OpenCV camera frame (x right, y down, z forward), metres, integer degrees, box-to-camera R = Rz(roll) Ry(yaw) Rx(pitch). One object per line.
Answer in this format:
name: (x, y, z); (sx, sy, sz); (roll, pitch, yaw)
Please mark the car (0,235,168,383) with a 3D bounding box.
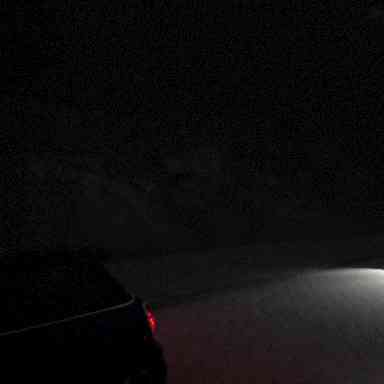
car: (-2.539, 1.350, 2.790); (4.553, 1.767, 2.097); (0, 0, -35)
